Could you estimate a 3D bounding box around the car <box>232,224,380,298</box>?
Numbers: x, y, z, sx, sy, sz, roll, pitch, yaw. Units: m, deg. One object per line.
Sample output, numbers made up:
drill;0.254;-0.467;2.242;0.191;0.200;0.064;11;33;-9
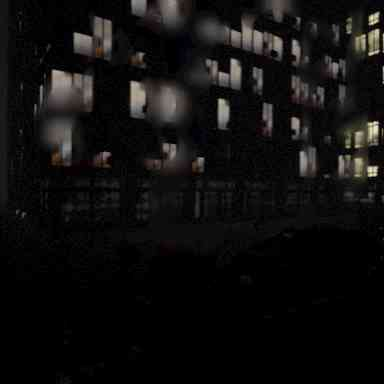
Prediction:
car;3.004;1.532;8.404;4.313;1.339;1.947;0;1;-33
